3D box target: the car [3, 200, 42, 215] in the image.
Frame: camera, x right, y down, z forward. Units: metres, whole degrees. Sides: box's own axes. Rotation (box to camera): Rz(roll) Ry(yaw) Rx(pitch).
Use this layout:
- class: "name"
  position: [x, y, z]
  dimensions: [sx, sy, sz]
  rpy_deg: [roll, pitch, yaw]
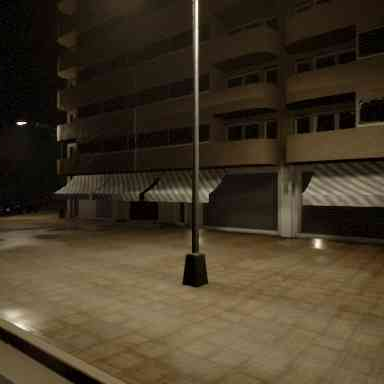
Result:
- class: "car"
  position: [-17.439, 1.525, 34.446]
  dimensions: [1.812, 1.442, 4.674]
  rpy_deg: [0, 0, 7]
